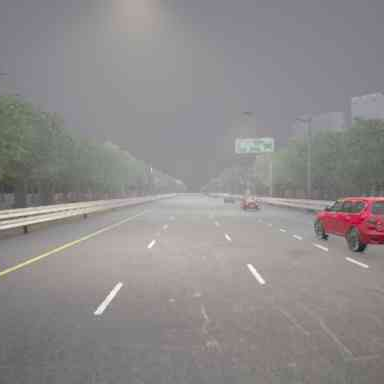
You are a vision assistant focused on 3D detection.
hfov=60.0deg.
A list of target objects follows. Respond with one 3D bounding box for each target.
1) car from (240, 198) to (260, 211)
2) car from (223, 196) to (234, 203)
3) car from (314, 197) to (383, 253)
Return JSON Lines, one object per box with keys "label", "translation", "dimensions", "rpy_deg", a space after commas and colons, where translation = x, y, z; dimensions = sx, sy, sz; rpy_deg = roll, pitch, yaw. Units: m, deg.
{"label": "car", "translation": [7.096, 1.525, 41.390], "dimensions": [1.812, 1.442, 4.674], "rpy_deg": [0, 0, 0]}
{"label": "car", "translation": [7.215, 1.459, 65.911], "dimensions": [2.128, 1.511, 4.902], "rpy_deg": [0, 0, 0]}
{"label": "car", "translation": [7.011, 1.225, 13.801], "dimensions": [2.150, 2.045, 5.566], "rpy_deg": [0, 0, 0]}
